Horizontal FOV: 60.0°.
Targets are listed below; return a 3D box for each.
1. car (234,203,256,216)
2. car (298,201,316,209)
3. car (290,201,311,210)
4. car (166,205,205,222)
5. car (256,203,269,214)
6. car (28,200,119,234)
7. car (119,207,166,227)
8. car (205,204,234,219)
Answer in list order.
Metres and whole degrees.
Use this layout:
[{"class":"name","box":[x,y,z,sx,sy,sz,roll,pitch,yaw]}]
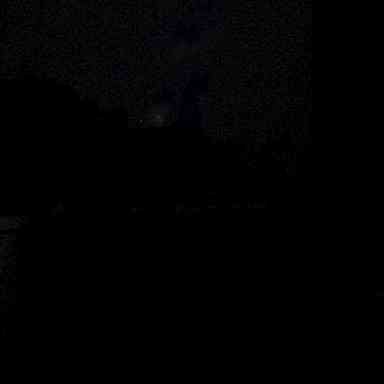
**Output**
[{"class":"car","box":[5.248,1.997,37.980,1.947,1.339,4.313,0,-1,35]},{"class":"car","box":[20.798,2.333,59.860,1.752,1.417,4.829,0,-1,35]},{"class":"car","box":[17.767,2.285,55.594,2.008,1.369,4.403,0,-1,35]},{"class":"car","box":[-1.110,1.800,29.035,1.752,1.417,4.829,0,-1,35]},{"class":"car","box":[8.378,2.058,42.384,2.008,1.369,4.403,0,-1,35]},{"class":"car","box":[-7.270,1.439,20.369,2.192,1.841,5.009,0,-1,35]},{"class":"car","box":[-4.142,1.783,24.768,1.802,1.307,4.206,0,-1,35]},{"class":"car","box":[2.118,1.920,33.576,1.947,1.339,4.313,0,-1,35]}]
